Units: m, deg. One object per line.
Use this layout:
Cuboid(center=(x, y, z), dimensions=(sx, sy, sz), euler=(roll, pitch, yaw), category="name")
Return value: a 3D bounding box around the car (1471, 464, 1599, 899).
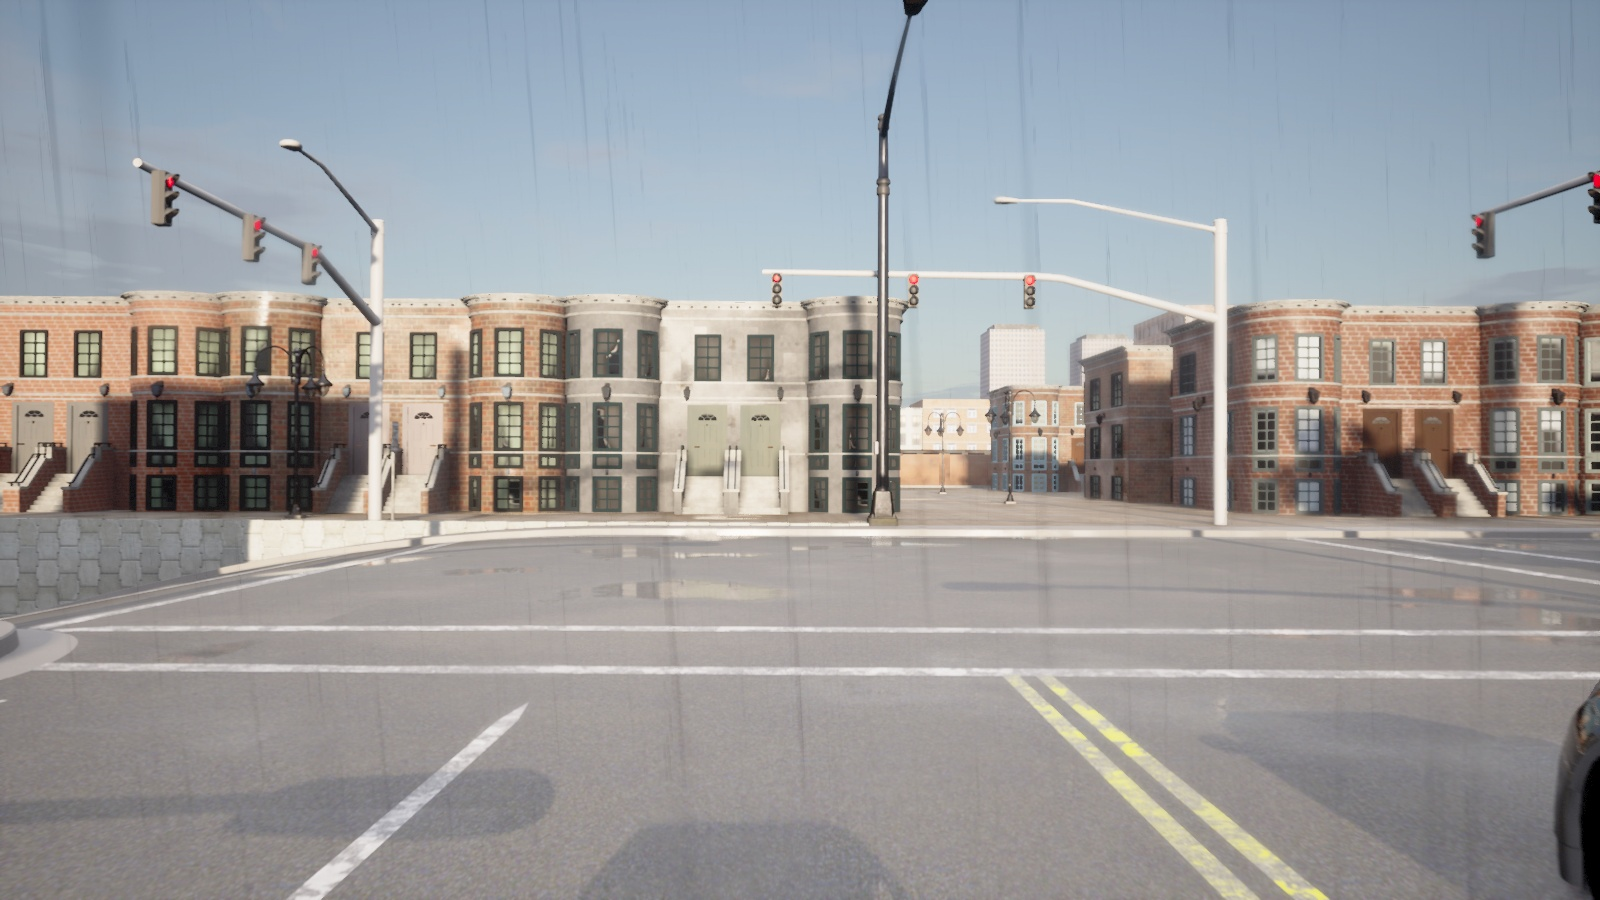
Cuboid(center=(3.492, 0.780, 2.373), dimensions=(2.007, 1.525, 4.514), euler=(0, -1, 0), category="car")
